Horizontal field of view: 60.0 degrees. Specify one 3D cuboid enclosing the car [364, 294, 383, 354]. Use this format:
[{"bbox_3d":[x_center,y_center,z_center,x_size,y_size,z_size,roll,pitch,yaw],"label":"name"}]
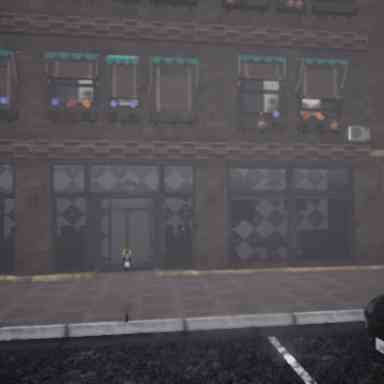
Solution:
[{"bbox_3d":[4.688,1.666,4.626,4.313,1.339,1.947,0,-1,-7],"label":"car"}]
